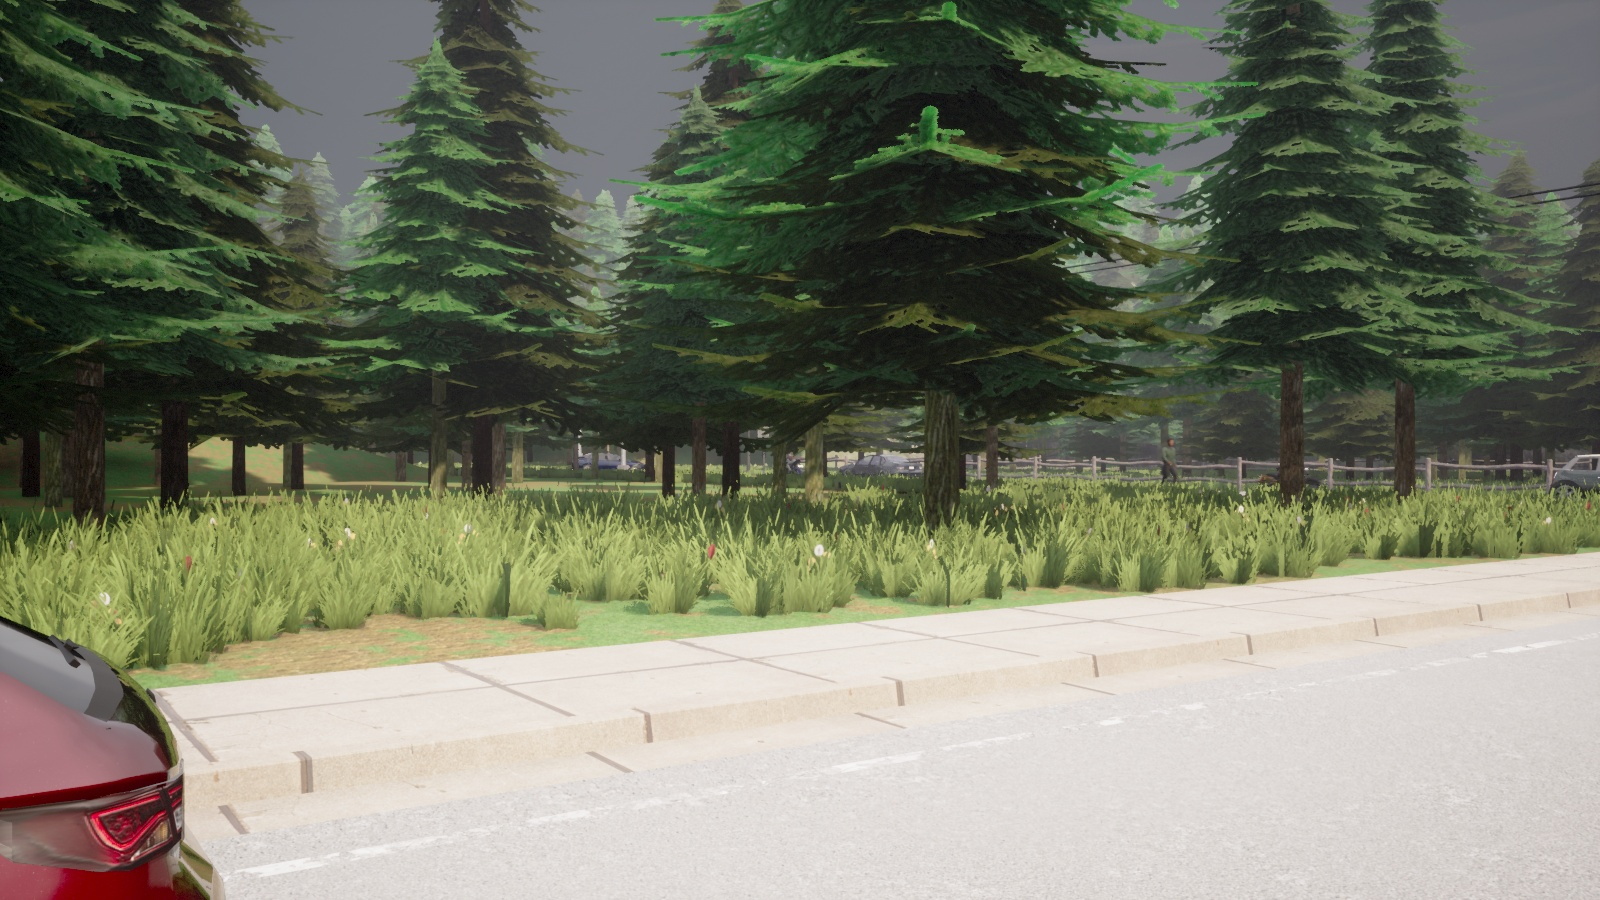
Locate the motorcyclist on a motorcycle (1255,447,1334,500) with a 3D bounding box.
[{"bbox_3d":[15.809,0.725,40.228,0.766,1.649,2.350,0,0,-33],"label":"motorcyclist on a motorcycle"}]

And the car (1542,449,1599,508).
[{"bbox_3d":[21.215,0.708,31.677,1.970,1.475,3.806,0,0,-32],"label":"car"}]

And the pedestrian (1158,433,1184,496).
[{"bbox_3d":[11.560,0.441,39.167,0.423,1.949,0.788,0,0,-16],"label":"pedestrian"}]

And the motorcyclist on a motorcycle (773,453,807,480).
[{"bbox_3d":[-0.571,0.928,71.075,0.866,1.530,2.191,0,0,-35],"label":"motorcyclist on a motorcycle"}]

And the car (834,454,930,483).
[{"bbox_3d":[4.116,0.914,64.082,2.033,1.411,5.357,0,0,-34],"label":"car"}]

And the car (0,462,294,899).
[{"bbox_3d":[-3.043,0.769,1.540,4.193,1.474,1.816,0,0,-35],"label":"car"}]

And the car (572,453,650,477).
[{"bbox_3d":[-12.171,0.954,80.646,4.792,1.488,2.163,0,0,-14],"label":"car"}]
